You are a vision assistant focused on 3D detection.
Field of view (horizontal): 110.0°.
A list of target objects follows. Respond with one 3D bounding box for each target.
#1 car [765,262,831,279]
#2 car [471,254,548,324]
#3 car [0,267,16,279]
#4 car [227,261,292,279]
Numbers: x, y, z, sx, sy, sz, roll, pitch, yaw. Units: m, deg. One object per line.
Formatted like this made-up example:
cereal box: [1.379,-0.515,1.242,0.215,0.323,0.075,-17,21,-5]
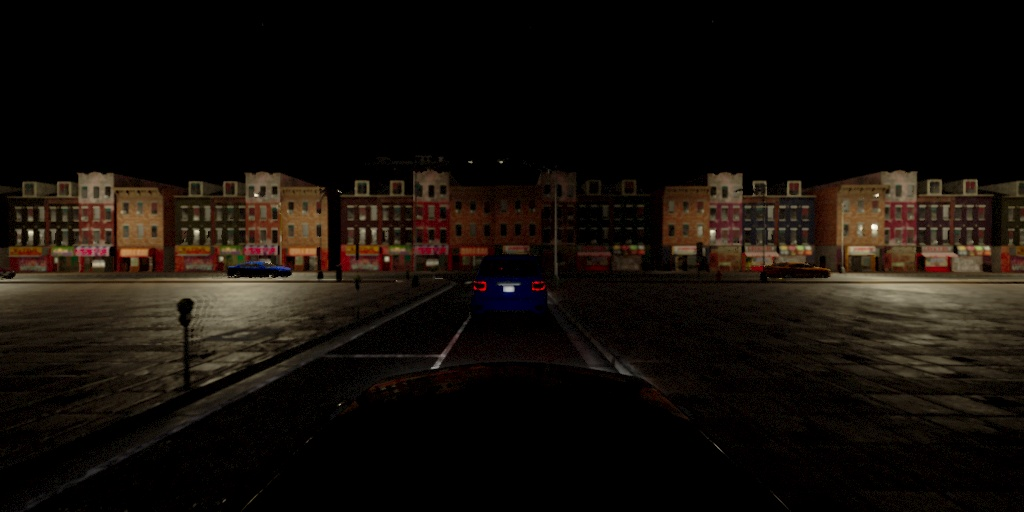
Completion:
car: [24.737,1.268,31.121,5.008,1.535,1.882,0,1,0]
car: [-0.048,0.968,12.055,2.150,2.045,5.566,0,0,1]
car: [-46.683,1.387,31.430,4.674,1.442,1.812,0,1,1]
car: [-21.940,1.241,31.264,5.008,1.535,1.882,0,1,0]
